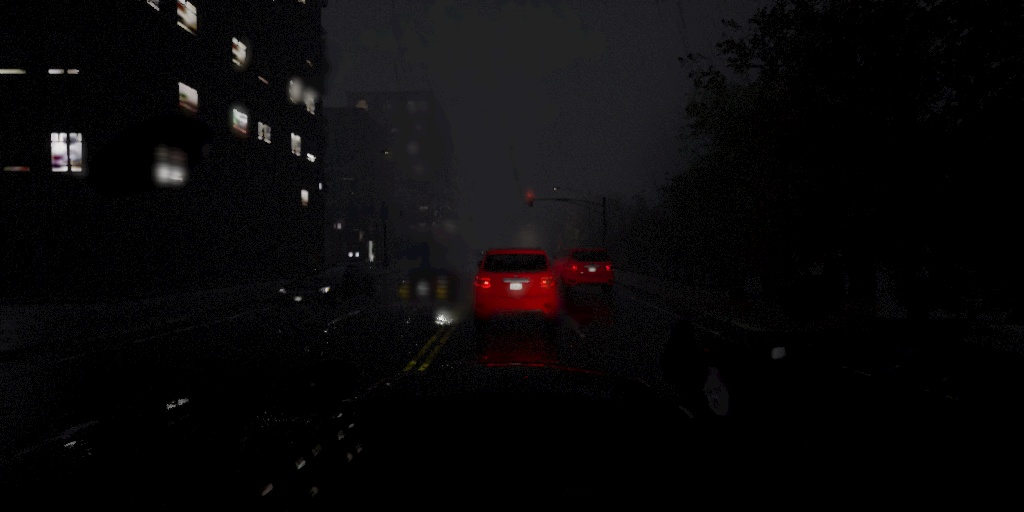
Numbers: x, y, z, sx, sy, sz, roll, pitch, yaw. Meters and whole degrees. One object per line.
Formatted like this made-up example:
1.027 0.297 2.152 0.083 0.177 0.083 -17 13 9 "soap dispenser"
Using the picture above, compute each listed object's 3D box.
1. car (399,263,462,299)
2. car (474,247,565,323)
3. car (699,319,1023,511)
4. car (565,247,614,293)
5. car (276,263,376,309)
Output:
-3.342 0.987 15.414 1.994 1.385 4.181 0 1 0 "car"
0.098 0.746 11.155 2.150 2.045 5.566 0 1 0 "car"
3.352 1.206 2.608 1.882 1.535 5.008 0 1 -1 "car"
3.343 0.593 17.634 2.150 2.045 5.566 0 1 0 "car"
-6.597 0.996 13.375 1.812 1.442 4.674 0 1 0 "car"
